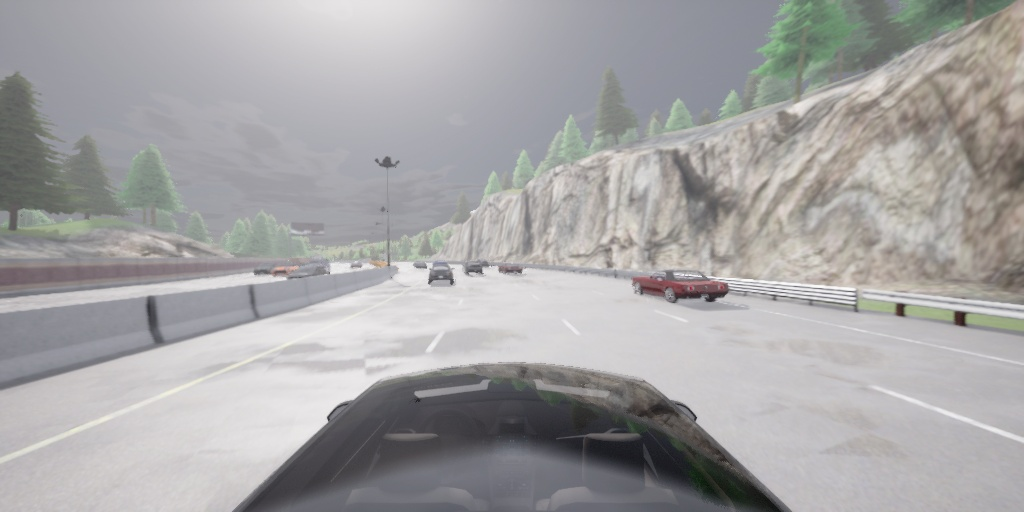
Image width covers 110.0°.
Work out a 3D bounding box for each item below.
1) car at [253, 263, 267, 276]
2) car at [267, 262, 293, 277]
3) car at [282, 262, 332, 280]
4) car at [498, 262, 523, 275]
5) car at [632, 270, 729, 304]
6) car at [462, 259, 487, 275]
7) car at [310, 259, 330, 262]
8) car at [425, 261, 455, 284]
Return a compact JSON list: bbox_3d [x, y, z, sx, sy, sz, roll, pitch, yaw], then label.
[{"bbox_3d":[-32.310,1.647,47.384,2.097,1.767,4.553,-1,0,-19],"label":"car"},{"bbox_3d":[-27.379,1.564,43.475,2.097,1.767,4.553,-1,0,-17],"label":"car"},{"bbox_3d":[-16.667,1.537,29.514,1.837,1.490,4.892,-1,0,-11],"label":"car"},{"bbox_3d":[-0.301,1.364,40.388,1.895,1.301,4.718,-1,0,-15],"label":"car"},{"bbox_3d":[7.031,1.237,15.698,1.895,1.301,4.718,-1,0,-6],"label":"car"},{"bbox_3d":[-4.459,1.337,40.185,1.837,1.490,4.892,0,0,-14],"label":"car"},{"bbox_3d":[-24.040,1.377,44.630,2.150,2.045,5.566,-1,0,-17],"label":"car"},{"bbox_3d":[-5.564,1.374,28.274,1.812,1.442,4.674,-1,0,-10],"label":"car"}]
